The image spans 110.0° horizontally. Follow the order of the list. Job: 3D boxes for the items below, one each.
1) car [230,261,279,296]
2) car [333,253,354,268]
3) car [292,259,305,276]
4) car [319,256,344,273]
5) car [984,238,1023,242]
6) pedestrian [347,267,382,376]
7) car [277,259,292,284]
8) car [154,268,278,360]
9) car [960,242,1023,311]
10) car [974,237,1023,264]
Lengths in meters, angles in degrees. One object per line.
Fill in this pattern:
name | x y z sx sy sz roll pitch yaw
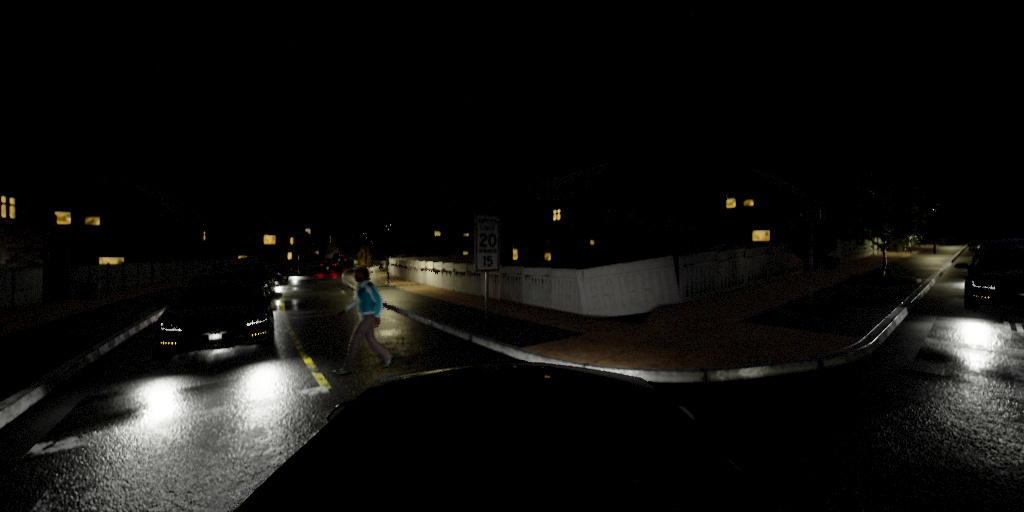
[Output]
car | -12.071 1.175 16.487 1.837 1.490 4.892 0 0 -31
car | -23.140 0.602 49.129 2.150 2.045 5.566 0 1 -15
car | -21.035 1.066 34.052 1.837 1.490 4.892 0 0 -22
car | -19.988 1.043 39.497 1.812 1.442 4.674 0 1 -20
car | 20.667 0.028 14.892 5.008 1.535 1.882 -4 2 -37
pedestrian | -2.486 1.027 6.026 0.375 1.860 0.375 0 0 -38
car | -16.756 1.103 24.817 1.882 1.535 5.008 0 0 -26
car | -6.830 1.218 8.558 1.837 1.490 4.892 0 0 -35
car | 13.056 0.528 9.132 4.892 1.490 1.837 -4 2 -37
car | 28.603 -0.371 20.919 4.181 1.385 1.994 -4 2 -38
